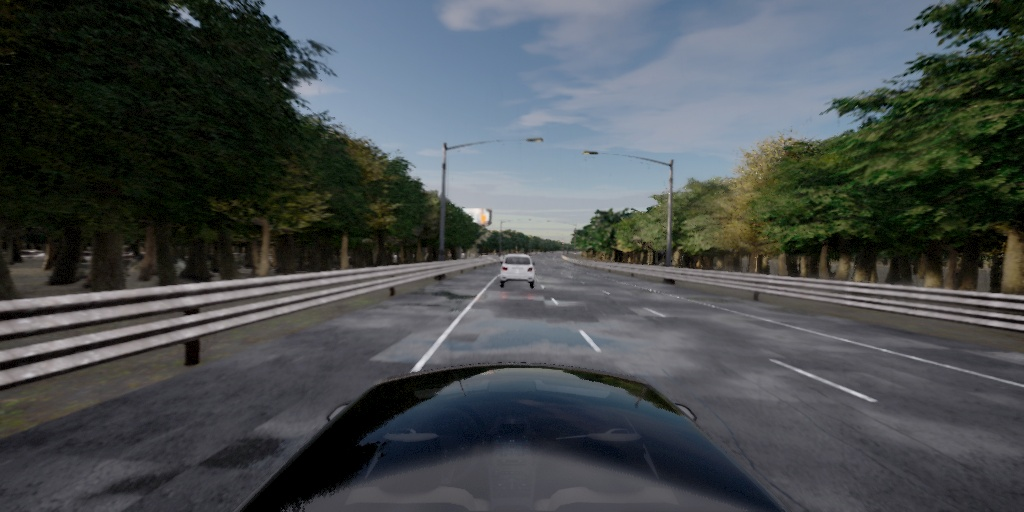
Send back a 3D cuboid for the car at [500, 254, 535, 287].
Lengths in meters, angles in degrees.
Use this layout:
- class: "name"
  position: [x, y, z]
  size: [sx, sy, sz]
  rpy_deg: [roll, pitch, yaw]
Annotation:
- class: "car"
  position: [0.367, 0.919, 24.180]
  size: [2.150, 2.045, 5.566]
  rpy_deg: [2, 1, 1]
